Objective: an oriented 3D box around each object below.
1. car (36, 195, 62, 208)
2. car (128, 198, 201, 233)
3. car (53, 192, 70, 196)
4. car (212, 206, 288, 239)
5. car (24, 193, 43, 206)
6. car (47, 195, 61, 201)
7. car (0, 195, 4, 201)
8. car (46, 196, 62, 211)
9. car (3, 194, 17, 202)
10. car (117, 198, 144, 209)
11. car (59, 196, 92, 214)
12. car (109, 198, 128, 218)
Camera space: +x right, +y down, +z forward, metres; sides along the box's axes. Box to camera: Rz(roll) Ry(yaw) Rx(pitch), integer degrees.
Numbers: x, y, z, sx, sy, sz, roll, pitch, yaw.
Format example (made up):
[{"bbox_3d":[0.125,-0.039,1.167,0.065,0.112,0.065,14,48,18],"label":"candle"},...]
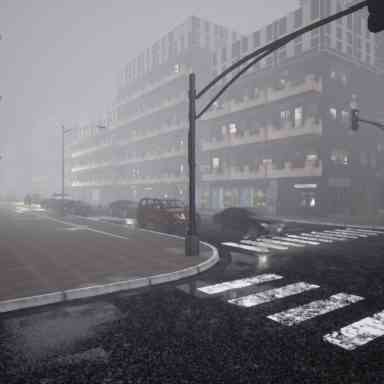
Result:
[{"bbox_3d":[-18.134,1.436,42.628,1.947,1.339,4.313,0,0,-36],"label":"car"},{"bbox_3d":[-1.552,1.264,19.663,2.192,1.841,5.009,0,0,-36],"label":"car"},{"bbox_3d":[-18.789,1.085,48.100,2.150,2.045,5.566,0,0,-36],"label":"car"},{"bbox_3d":[2.857,1.489,17.521,1.812,1.442,4.674,0,0,-32],"label":"car"},{"bbox_3d":[-24.764,1.162,51.811,2.192,1.841,5.009,0,0,-36],"label":"car"},{"bbox_3d":[-31.234,1.379,75.086,2.008,1.369,4.403,0,0,-36],"label":"car"},{"bbox_3d":[-41.345,1.269,74.773,1.967,1.590,4.097,0,0,-36],"label":"car"},{"bbox_3d":[-14.817,1.451,38.034,1.947,1.339,4.313,0,0,-36],"label":"car"},{"bbox_3d":[-38.029,1.412,70.181,1.802,1.307,4.206,0,0,-36],"label":"car"},{"bbox_3d":[-8.023,1.465,42.941,1.802,1.307,4.206,0,0,-36],"label":"car"},{"bbox_3d":[-11.501,1.444,33.441,1.887,1.381,4.507,0,0,-36],"label":"car"},{"bbox_3d":[-5.862,1.394,30.054,1.882,1.535,5.008,0,1,-36],"label":"car"}]
